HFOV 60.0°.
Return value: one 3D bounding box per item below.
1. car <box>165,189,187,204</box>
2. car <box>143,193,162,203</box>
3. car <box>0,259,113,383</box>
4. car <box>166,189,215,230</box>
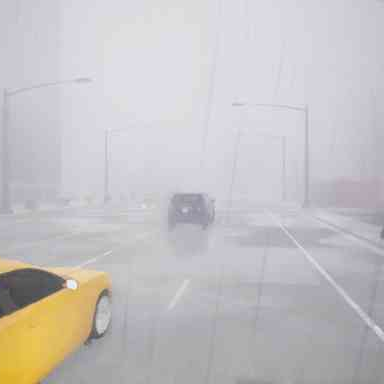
[{"bbox_3d":[-2.279,0.587,49.833,2.150,2.045,5.566,0,1,9],"label":"car"},{"bbox_3d":[-5.834,0.867,49.811,1.882,1.535,5.008,0,1,9],"label":"car"},{"bbox_3d":[-2.521,1.470,3.642,1.882,1.535,5.008,0,0,9],"label":"car"},{"bbox_3d":[0.076,1.021,19.777,2.150,2.045,5.566,0,1,9],"label":"car"}]
